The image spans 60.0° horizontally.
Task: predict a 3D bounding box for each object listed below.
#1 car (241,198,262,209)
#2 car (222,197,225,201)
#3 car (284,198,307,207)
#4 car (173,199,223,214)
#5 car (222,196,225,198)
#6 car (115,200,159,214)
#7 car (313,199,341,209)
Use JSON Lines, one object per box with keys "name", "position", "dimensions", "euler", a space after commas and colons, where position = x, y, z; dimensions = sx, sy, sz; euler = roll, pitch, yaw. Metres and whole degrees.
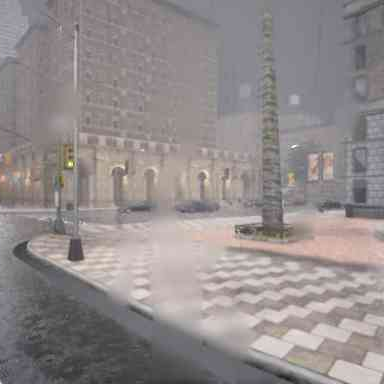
{"name": "car", "position": [9.302, 1.669, 48.772], "dimensions": [4.892, 1.490, 1.837], "euler": [0, 0, -40]}
{"name": "car", "position": [1.662, 1.694, 42.353], "dimensions": [4.181, 1.385, 1.994], "euler": [0, 0, -39]}
{"name": "car", "position": [17.264, 1.692, 55.478], "dimensions": [4.902, 1.511, 2.128], "euler": [0, 0, -40]}
{"name": "car", "position": [0.450, 1.658, 36.505], "dimensions": [5.357, 1.411, 2.033], "euler": [0, 0, -40]}
{"name": "car", "position": [9.307, 1.889, 92.626], "dimensions": [1.895, 1.301, 4.718], "euler": [0, 0, -40]}
{"name": "car", "position": [-5.900, 1.588, 36.006], "dimensions": [4.902, 1.511, 2.128], "euler": [0, 0, -38]}
{"name": "car", "position": [19.526, 1.730, 48.004], "dimensions": [5.357, 1.411, 2.033], "euler": [0, 0, -41]}
